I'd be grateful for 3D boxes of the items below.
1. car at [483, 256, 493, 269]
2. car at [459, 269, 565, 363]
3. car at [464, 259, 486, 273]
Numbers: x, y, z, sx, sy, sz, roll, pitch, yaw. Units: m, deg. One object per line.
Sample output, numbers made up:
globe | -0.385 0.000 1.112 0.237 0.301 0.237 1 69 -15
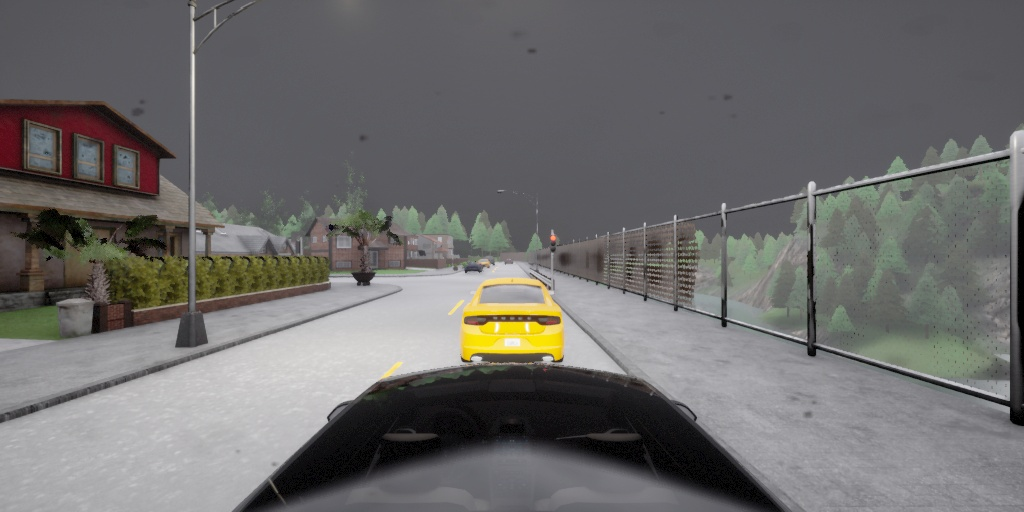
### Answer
car | -4.595 1.228 58.202 1.882 1.535 5.008 0 0 0
car | 0.002 1.228 8.197 1.882 1.535 5.008 0 0 0
car | -4.464 1.351 42.246 1.895 1.301 4.718 0 0 -1
